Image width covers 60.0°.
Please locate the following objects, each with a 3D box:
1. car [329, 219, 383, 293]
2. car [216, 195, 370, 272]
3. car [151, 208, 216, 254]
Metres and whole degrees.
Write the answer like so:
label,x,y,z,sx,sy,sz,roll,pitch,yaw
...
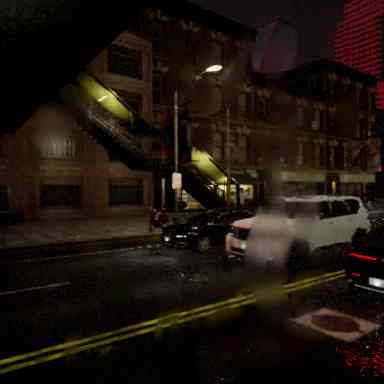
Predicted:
label,x,y,z,sx,sy,sz,roll,pitch,yaw
car,5.450,1.433,7.655,4.892,1.490,1.837,-1,0,-36
car,3.695,1.147,10.944,5.566,2.045,2.150,-1,0,-36
car,1.067,1.437,13.368,4.892,1.490,1.837,-1,0,-36
